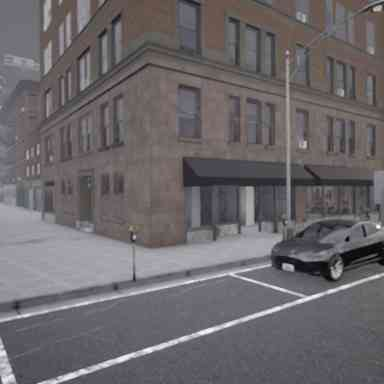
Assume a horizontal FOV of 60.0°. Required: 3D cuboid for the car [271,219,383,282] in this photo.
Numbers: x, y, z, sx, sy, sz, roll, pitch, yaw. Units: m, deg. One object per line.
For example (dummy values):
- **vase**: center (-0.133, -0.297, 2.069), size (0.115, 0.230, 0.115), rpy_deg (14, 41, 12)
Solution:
- **car**: center (4.162, 1.490, 9.565), size (4.313, 1.339, 1.947), rpy_deg (-1, 0, -36)
